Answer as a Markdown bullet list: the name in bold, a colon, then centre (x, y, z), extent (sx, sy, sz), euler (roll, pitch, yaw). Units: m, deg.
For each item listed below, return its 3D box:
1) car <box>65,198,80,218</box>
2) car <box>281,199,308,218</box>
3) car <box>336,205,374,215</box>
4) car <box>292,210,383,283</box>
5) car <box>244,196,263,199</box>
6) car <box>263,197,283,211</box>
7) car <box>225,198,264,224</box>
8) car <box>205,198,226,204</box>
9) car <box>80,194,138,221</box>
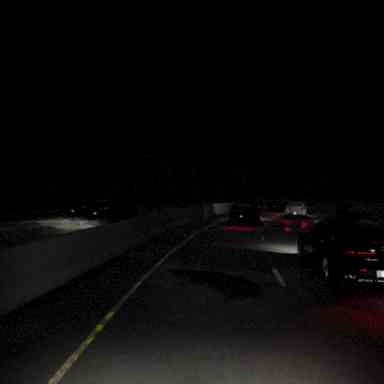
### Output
- **car**: centre (-9.131, 1.228, 30.407), extent (2.150, 2.045, 5.566), euler (0, 0, 18)
- **car**: centre (9.328, 1.534, 29.696), extent (1.812, 1.442, 4.674), euler (0, 0, 20)
- **car**: centre (10.194, 1.527, 21.054), extent (1.812, 1.442, 4.674), euler (0, 0, 15)
- **car**: centre (4.372, 1.505, 9.531), extent (1.837, 1.490, 4.892), euler (0, 0, 6)
- **car**: centre (12.522, 1.607, 63.394), extent (1.882, 1.535, 5.008), euler (0, 0, 39)
- **car**: centre (10.854, 1.529, 41.560), extent (2.128, 1.511, 4.902), euler (0, 0, 27)
- **car**: centre (3.969, 1.479, 24.643), extent (1.882, 1.535, 5.008), euler (0, 0, 16)
- **car**: centre (3.239, 1.521, 42.431), extent (1.882, 1.535, 5.008), euler (0, 0, 26)
- **car**: centre (-6.415, 1.222, 27.275), extent (2.150, 2.045, 5.566), euler (0, 0, 16)
